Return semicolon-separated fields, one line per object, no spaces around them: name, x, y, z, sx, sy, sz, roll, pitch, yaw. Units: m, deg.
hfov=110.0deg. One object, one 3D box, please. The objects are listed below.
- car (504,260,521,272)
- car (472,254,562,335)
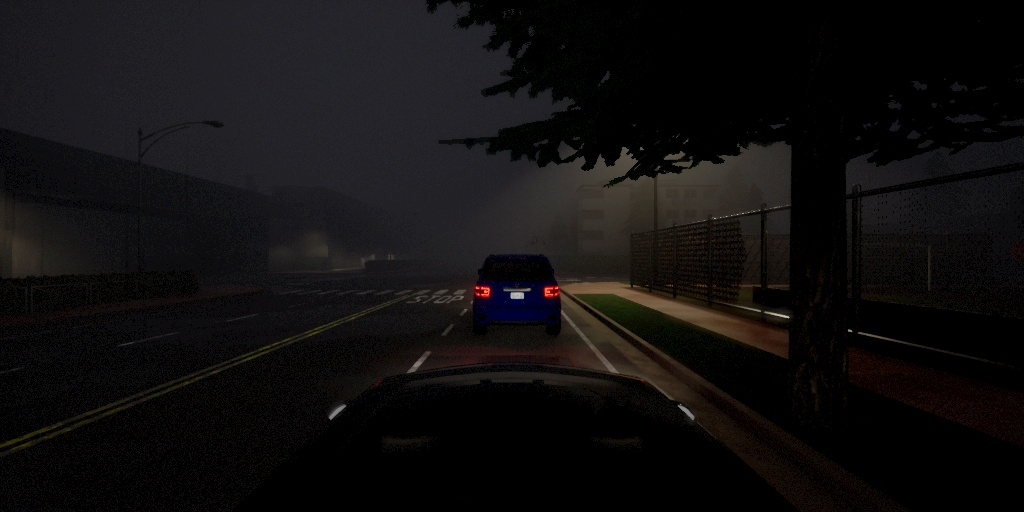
car;0.061;1.241;46.453;2.128;1.511;4.902;0;0;-1
car;0.123;0.972;10.622;2.150;2.045;5.566;0;0;0
